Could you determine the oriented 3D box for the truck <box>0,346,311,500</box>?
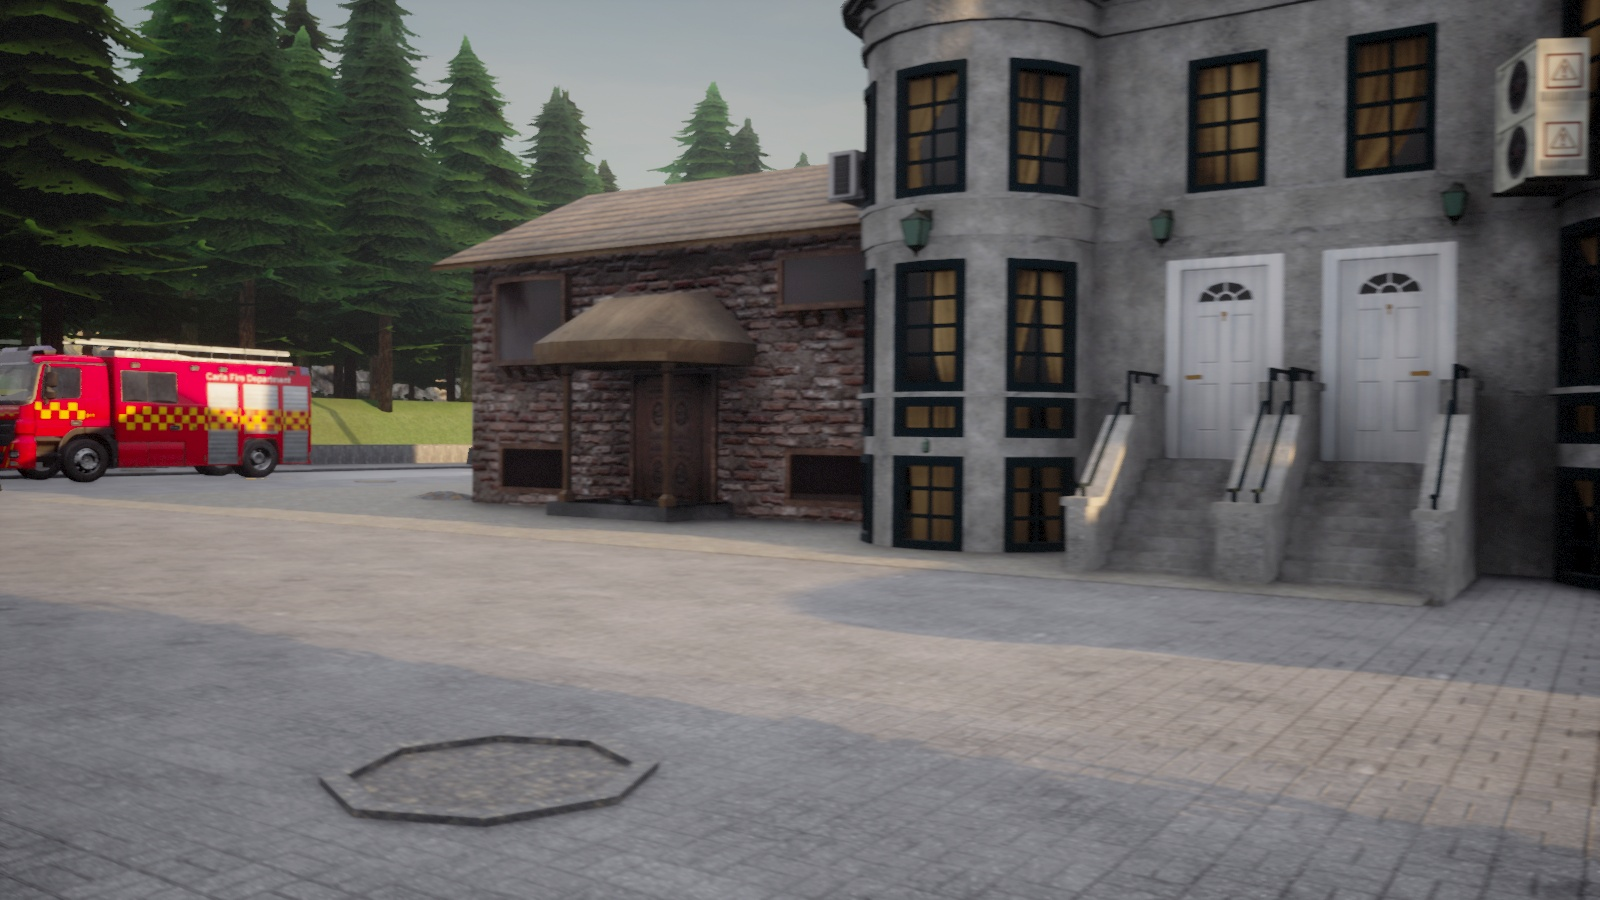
[{"bbox_3d":[-18.473,-0.751,35.540,2.891,3.827,8.468,0,1,34],"label":"truck"}]
